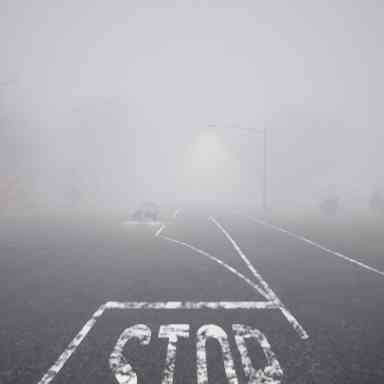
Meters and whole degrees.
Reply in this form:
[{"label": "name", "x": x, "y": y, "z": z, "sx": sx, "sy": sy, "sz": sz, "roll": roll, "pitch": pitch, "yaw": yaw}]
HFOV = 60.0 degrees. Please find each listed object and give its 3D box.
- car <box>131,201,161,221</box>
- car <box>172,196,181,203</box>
[{"label": "car", "x": -3.472, "y": 1.461, "z": 25.844, "sx": 1.812, "sy": 1.442, "sz": 4.674, "roll": 1, "pitch": -1, "yaw": 0}, {"label": "car", "x": -3.507, "y": 1.597, "z": 75.214, "sx": 1.882, "sy": 1.535, "sz": 5.008, "roll": 0, "pitch": 0, "yaw": 3}]
